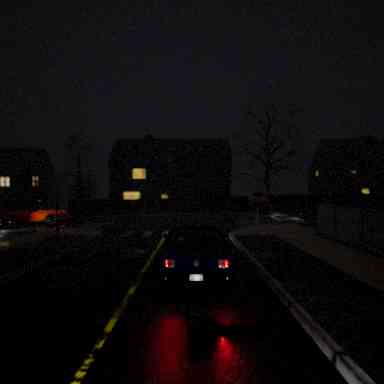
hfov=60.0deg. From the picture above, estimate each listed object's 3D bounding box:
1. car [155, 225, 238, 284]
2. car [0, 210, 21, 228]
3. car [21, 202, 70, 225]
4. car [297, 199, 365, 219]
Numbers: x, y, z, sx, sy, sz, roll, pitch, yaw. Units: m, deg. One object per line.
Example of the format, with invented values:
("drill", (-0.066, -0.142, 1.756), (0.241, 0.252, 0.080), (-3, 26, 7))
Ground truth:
("car", (0.100, 1.608, 9.580), (1.895, 1.301, 4.718), (0, 0, 0))
("car", (-14.742, 1.850, 22.553), (4.892, 1.490, 1.837), (-1, 1, 0))
("car", (-11.864, 1.589, 25.479), (4.553, 1.767, 2.097), (-1, 1, 3))
("car", (10.963, 1.244, 25.529), (5.357, 1.411, 2.033), (-1, 1, 0))
